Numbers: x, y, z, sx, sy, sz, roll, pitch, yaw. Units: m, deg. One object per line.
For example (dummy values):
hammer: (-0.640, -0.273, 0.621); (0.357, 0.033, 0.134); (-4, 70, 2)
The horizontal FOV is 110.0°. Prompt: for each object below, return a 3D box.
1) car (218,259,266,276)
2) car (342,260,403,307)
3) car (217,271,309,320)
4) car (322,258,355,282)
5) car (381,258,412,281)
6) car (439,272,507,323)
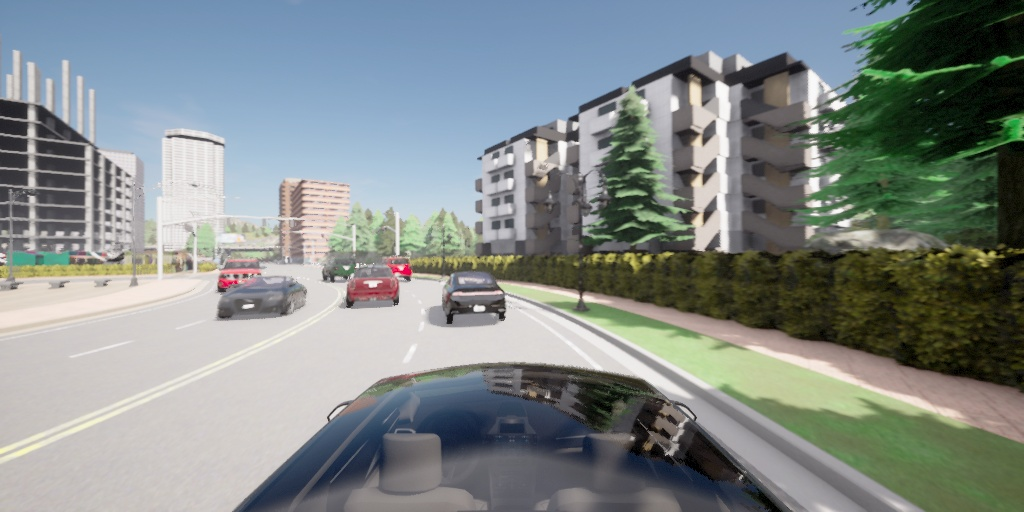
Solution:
car: (-17.582, 1.224, 23.465); (2.150, 2.045, 5.566); (0, -1, -35)
car: (-6.315, 1.213, 16.564); (2.097, 1.767, 4.553); (-1, 0, -19)
car: (-9.107, 1.444, 13.455); (1.994, 1.385, 4.181); (0, 0, -18)
car: (-15.594, 1.223, 32.494); (2.150, 2.045, 5.566); (0, -1, -37)
car: (-10.676, 1.174, 31.715); (2.150, 2.045, 5.566); (0, 0, -36)
car: (-1.452, 1.290, 12.485); (2.128, 1.511, 4.902); (0, 0, -13)
